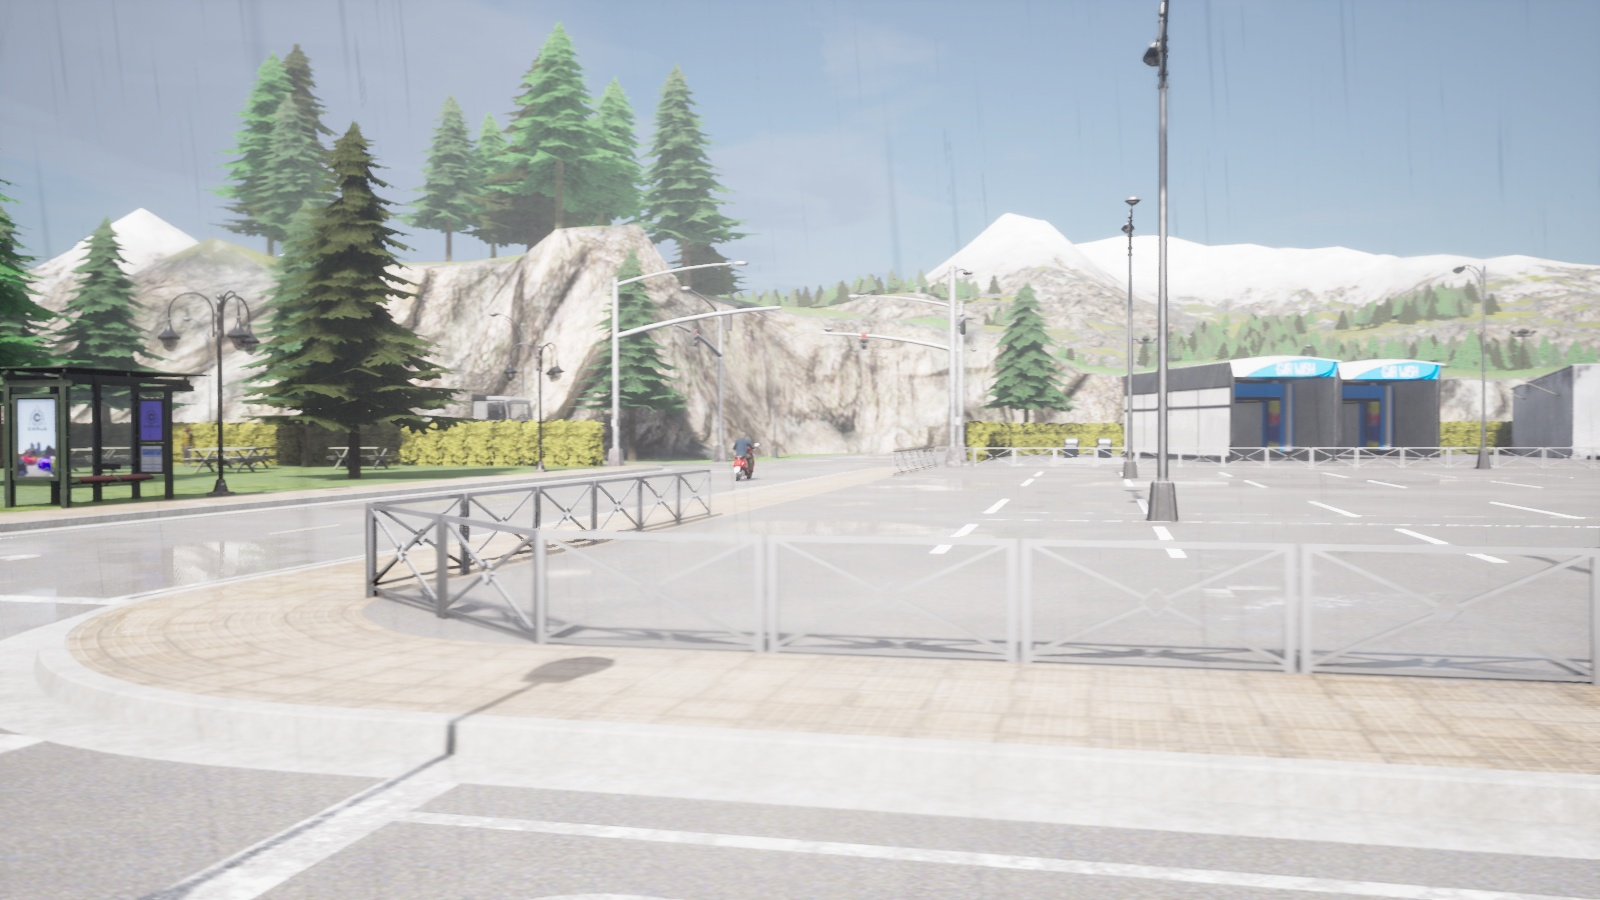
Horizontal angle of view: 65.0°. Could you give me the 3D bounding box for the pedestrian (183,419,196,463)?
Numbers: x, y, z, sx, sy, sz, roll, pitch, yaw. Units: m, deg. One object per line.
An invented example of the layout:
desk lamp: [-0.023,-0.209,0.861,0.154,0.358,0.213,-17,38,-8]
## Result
pedestrian: [-25.919,-0.382,53.324,0.370,1.835,0.726,0,1,-34]

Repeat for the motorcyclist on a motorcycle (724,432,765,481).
motorcyclist on a motorcycle: [-1.807,0.195,41.097,0.866,1.590,1.817,0,1,13]

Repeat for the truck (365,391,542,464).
truck: [-16.969,-1.101,61.605,7.936,3.462,2.891,0,1,11]
